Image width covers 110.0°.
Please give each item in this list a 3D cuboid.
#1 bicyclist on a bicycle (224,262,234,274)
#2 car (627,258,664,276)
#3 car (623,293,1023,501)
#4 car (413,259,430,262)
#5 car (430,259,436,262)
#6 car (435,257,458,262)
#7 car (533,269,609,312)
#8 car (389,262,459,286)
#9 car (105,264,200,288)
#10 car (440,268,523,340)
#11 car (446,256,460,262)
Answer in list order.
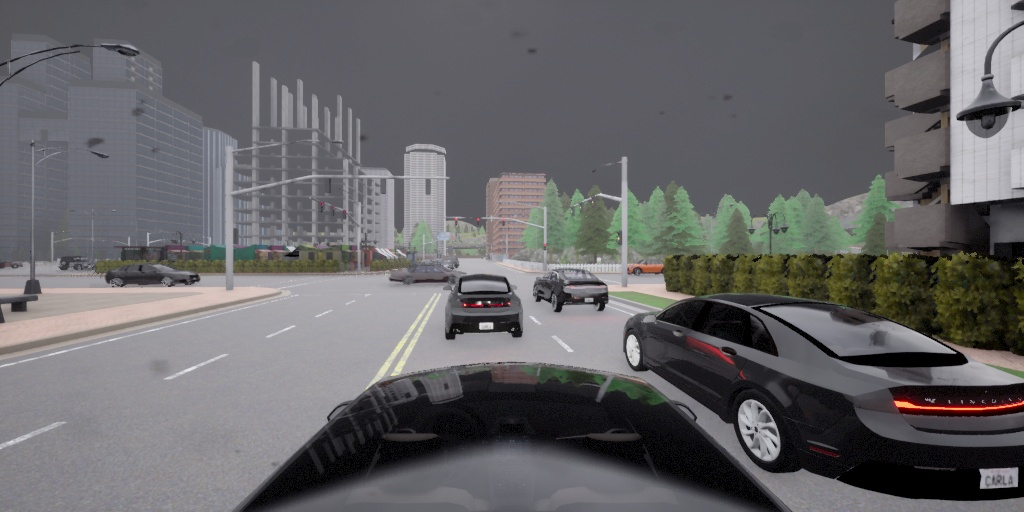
[{"bbox_3d":[-29.516,1.011,37.408,0.582,1.620,1.656,0,5,-5],"label":"bicyclist on a bicycle"},{"bbox_3d":[14.058,1.102,37.499,4.553,1.767,2.097,0,0,-5],"label":"car"},{"bbox_3d":[3.113,1.255,4.844,1.837,1.490,4.892,0,0,-4],"label":"car"},{"bbox_3d":[-12.195,1.351,46.078,1.895,1.301,4.718,0,0,-4],"label":"car"},{"bbox_3d":[-13.169,1.255,55.317,1.837,1.490,4.892,0,0,-6],"label":"car"},{"bbox_3d":[-9.059,1.242,50.064,2.128,1.511,4.902,0,0,-6],"label":"car"},{"bbox_3d":[2.140,1.242,14.205,2.128,1.511,4.902,0,0,-9],"label":"car"},{"bbox_3d":[-5.726,1.298,25.017,5.357,1.411,2.033,0,0,-5],"label":"car"},{"bbox_3d":[-23.390,1.256,23.459,4.892,1.490,1.837,0,0,-5],"label":"car"},{"bbox_3d":[-0.857,1.255,10.090,1.837,1.490,4.892,0,0,-7],"label":"car"},{"bbox_3d":[-10.153,0.971,59.864,2.150,2.045,5.566,0,0,-6],"label":"car"}]
